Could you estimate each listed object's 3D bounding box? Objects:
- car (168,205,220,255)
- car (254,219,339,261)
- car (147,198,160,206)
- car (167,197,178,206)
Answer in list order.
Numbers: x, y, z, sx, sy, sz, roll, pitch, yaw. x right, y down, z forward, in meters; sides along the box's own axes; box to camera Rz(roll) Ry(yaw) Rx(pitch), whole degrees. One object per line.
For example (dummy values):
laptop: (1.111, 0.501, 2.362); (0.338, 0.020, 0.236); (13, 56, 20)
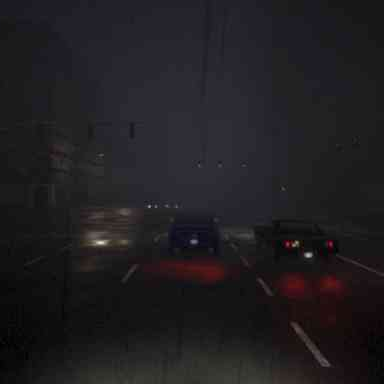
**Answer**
car: (0.080, 1.526, 13.664); (1.882, 1.535, 5.008); (0, 0, 0)
car: (3.577, 1.645, 12.401); (1.895, 1.301, 4.718); (0, 0, 0)
car: (-7.023, 1.777, 60.983); (1.994, 1.385, 4.181); (0, 0, 1)
car: (-3.523, 1.691, 60.992); (1.882, 1.535, 5.008); (0, 0, 1)
